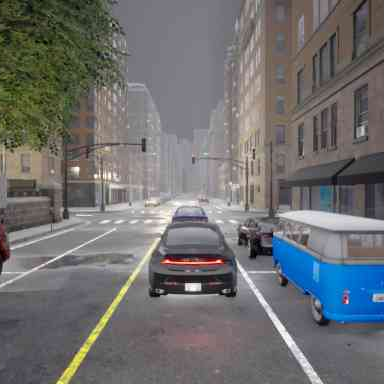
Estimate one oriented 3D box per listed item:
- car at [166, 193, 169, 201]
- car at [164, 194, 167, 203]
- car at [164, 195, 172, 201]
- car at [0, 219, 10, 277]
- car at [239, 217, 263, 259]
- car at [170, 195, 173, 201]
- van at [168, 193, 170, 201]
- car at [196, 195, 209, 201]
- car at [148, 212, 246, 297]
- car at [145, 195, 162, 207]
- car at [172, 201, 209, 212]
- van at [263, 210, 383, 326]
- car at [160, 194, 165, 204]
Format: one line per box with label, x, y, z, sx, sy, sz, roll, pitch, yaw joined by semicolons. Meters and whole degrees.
car;-6.161;1.513;66.738;1.887;1.381;4.507;0;0;0
car;-6.121;1.513;61.288;1.887;1.381;4.507;0;0;0
car;-6.323;1.501;88.371;1.752;1.417;4.829;0;0;0
car;-5.714;1.314;6.699;2.192;1.841;5.009;0;0;0
car;2.769;1.563;12.463;1.947;1.339;4.313;0;0;0
car;-6.242;1.522;77.639;2.008;1.369;4.403;0;0;0
van;-6.202;1.310;72.189;1.690;1.788;3.998;0;0;0
car;2.363;1.409;66.838;1.967;1.590;4.097;0;0;0
car;0.012;1.503;8.545;1.837;1.490;4.892;0;0;0
car;-6.038;1.497;50.216;1.752;1.417;4.829;0;0;0
car;-0.097;1.472;18.041;1.882;1.535;5.008;0;0;0
van;2.811;1.340;6.802;1.690;1.788;3.998;0;0;0
car;-6.080;1.520;55.837;2.008;1.369;4.403;0;0;0
